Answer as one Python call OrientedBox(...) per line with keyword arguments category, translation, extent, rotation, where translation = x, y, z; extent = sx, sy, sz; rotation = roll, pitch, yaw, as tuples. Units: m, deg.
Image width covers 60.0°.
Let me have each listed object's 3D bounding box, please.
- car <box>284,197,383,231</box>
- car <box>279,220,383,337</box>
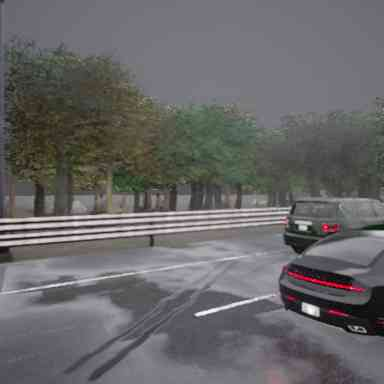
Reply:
OrientedBox(category="car", translation=(5.694, 1.207, 11.936), extent=(5.566, 2.045, 2.150), rotation=(0, 0, -34))
OrientedBox(category="car", translation=(3.754, 1.499, 6.340), extent=(4.892, 1.490, 1.837), rotation=(0, 0, -35))
